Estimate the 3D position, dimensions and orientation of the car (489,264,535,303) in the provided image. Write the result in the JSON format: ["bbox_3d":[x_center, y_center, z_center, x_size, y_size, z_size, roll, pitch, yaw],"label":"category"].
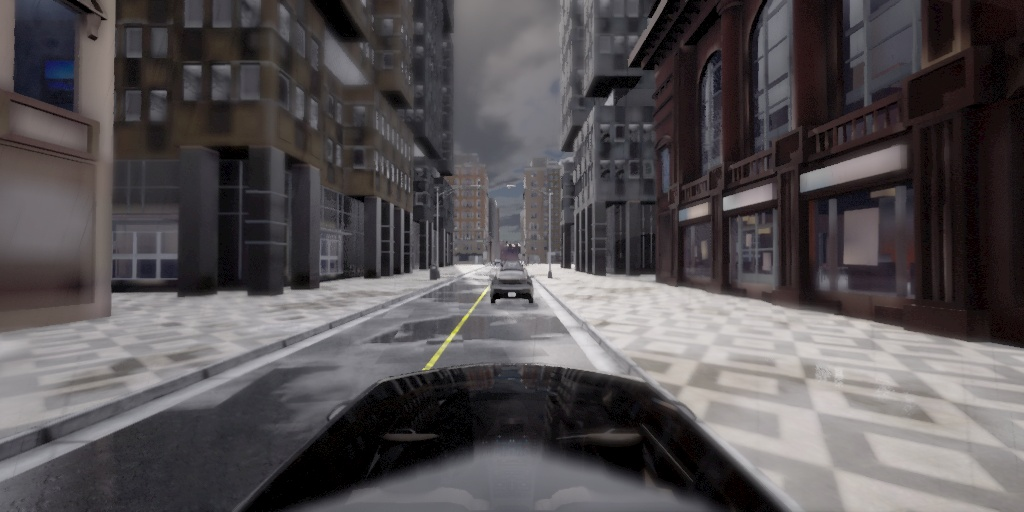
[{"bbox_3d":[-0.001,1.274,16.502,1.837,1.490,4.892,0,0,0],"label":"car"}]

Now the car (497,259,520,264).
[{"bbox_3d":[-0.001,1.143,31.473,2.097,1.767,4.553,0,0,0],"label":"car"}]
